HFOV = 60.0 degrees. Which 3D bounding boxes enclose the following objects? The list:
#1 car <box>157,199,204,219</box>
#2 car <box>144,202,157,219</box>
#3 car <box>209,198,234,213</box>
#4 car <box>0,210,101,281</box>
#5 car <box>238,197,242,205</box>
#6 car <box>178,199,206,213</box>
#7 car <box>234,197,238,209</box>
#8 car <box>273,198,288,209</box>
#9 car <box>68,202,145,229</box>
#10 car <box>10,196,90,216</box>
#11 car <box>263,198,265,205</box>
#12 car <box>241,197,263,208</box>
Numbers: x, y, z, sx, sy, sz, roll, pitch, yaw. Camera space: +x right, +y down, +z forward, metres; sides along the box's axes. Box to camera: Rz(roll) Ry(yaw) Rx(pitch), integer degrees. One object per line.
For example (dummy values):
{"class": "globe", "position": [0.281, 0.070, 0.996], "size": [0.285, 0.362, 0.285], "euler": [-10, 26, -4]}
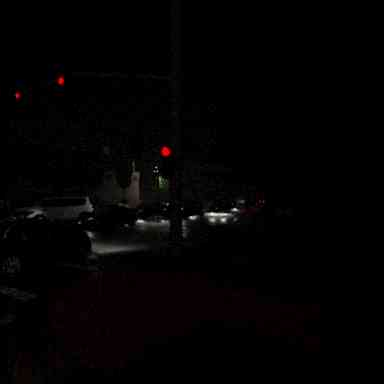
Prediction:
{"class": "car", "position": [-0.701, 1.447, 29.820], "size": [2.097, 1.767, 4.553], "euler": [0, 0, 29]}
{"class": "car", "position": [-4.043, 1.639, 30.984], "size": [1.812, 1.442, 4.674], "euler": [0, 0, 31]}
{"class": "car", "position": [3.299, 1.670, 38.791], "size": [1.994, 1.385, 4.181], "euler": [0, 0, 17]}
{"class": "car", "position": [-5.085, 1.559, 10.168], "size": [1.837, 1.490, 4.892], "euler": [-4, -1, 17]}
{"class": "car", "position": [8.395, 1.677, 60.464], "size": [1.812, 1.442, 4.674], "euler": [0, 0, -12]}
{"class": "car", "position": [0.117, 1.616, 40.174], "size": [2.128, 1.511, 4.902], "euler": [0, 0, 16]}
{"class": "car", "position": [5.326, 1.632, 48.575], "size": [1.837, 1.490, 4.892], "euler": [0, 0, 5]}
{"class": "car", "position": [12.236, 1.581, 46.559], "size": [2.128, 1.511, 4.902], "euler": [0, 0, 7]}
{"class": "car", "position": [-5.571, 1.619, 22.270], "size": [1.812, 1.442, 4.674], "euler": [0, 0, 34]}
{"class": "car", "position": [-9.407, 1.333, 22.833], "size": [2.150, 2.045, 5.566], "euler": [0, 0, 35]}
{"class": "car", "position": [11.916, 1.681, 59.677], "size": [2.033, 1.411, 5.357], "euler": [0, 0, -7]}
{"class": "car", "position": [9.017, 1.622, 50.435], "size": [1.837, 1.490, 4.892], "euler": [0, 0, 2]}
